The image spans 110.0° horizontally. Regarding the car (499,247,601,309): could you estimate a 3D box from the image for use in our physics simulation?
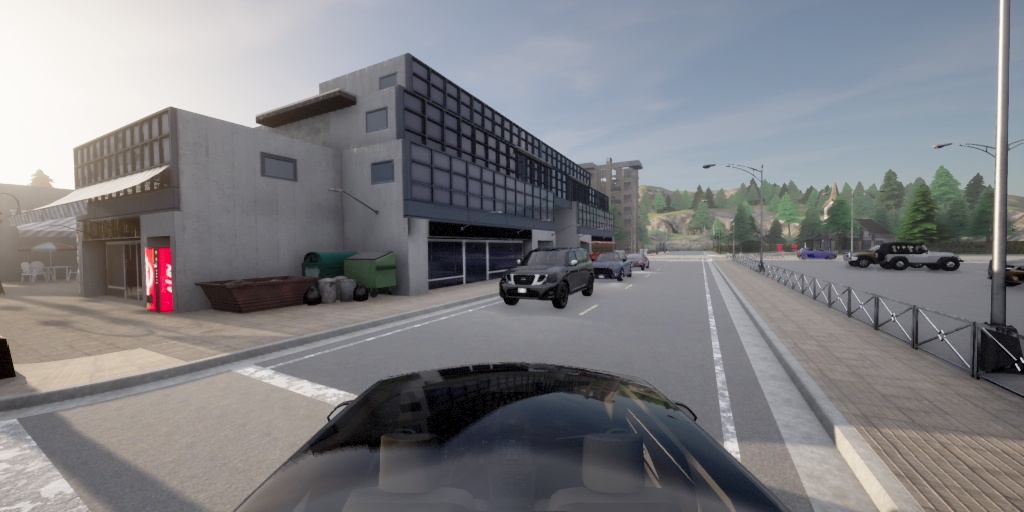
[{"bbox_3d":[1.607,0.686,13.959,2.150,2.045,5.566,0,1,28],"label":"car"}]

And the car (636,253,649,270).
[{"bbox_3d":[10.959,0.446,31.715,1.812,1.442,4.674,0,2,28],"label":"car"}]

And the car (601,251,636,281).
[{"bbox_3d":[6.188,0.550,22.663,2.097,1.767,4.553,0,2,28],"label":"car"}]
